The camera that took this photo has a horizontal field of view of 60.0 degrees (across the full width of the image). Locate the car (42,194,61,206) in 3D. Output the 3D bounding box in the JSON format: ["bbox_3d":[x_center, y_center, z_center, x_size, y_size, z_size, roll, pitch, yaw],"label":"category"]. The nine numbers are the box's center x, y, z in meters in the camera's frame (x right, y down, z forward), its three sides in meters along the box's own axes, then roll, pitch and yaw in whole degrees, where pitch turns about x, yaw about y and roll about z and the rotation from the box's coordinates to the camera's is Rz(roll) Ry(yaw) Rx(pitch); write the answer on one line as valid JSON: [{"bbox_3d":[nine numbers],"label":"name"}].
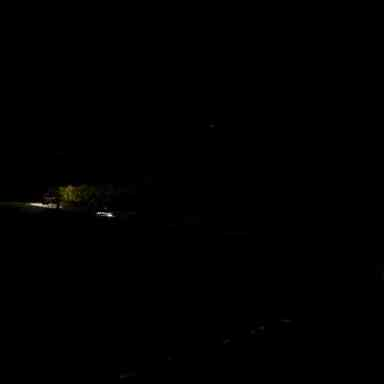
[{"bbox_3d":[-24.295,1.326,57.473,2.150,2.045,5.566,-1,0,-35],"label":"car"}]

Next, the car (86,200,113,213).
[{"bbox_3d":[-10.657,1.625,38.294,1.994,1.385,4.181,-1,0,-35],"label":"car"}]
